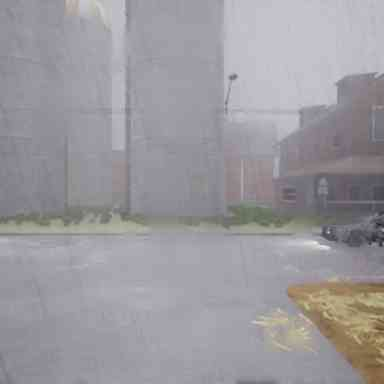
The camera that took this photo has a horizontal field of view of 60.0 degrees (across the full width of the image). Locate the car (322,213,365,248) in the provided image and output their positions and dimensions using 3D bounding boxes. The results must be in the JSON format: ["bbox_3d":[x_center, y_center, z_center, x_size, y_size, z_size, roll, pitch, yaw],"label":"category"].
[{"bbox_3d":[7.737,1.530,14.011,4.181,1.385,1.994,0,0,0],"label":"car"}]

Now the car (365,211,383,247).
[{"bbox_3d":[8.566,1.464,10.537,4.902,1.511,2.128,0,0,0],"label":"car"}]
